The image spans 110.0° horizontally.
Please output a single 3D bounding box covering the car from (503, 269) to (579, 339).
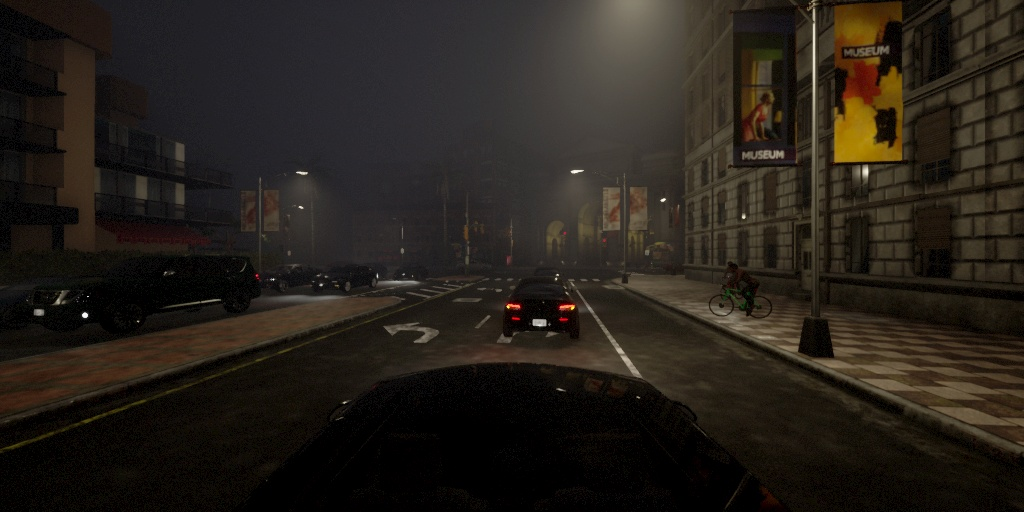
[{"bbox_3d":[0.859,1.276,10.039,1.812,1.442,4.674,0,0,7],"label":"car"}]

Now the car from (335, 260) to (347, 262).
[{"bbox_3d":[-19.415,1.227,41.955,5.008,1.535,1.882,0,0,24],"label":"car"}]

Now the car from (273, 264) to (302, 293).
[{"bbox_3d":[-13.159,1.241,21.095,2.128,1.511,4.902,0,0,6],"label":"car"}]

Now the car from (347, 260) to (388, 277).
[{"bbox_3d":[-12.405,1.297,31.491,2.033,1.411,5.357,0,0,-4],"label":"car"}]

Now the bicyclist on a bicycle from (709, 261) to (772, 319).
[{"bbox_3d":[6.835,1.051,10.769,1.656,1.620,0.582,0,0,22],"label":"bicyclist on a bicycle"}]

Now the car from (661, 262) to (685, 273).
[{"bbox_3d":[20.151,1.350,41.964,4.718,1.301,1.895,0,0,7],"label":"car"}]

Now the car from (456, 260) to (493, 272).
[{"bbox_3d":[-4.675,1.275,44.977,4.674,1.442,1.812,0,0,7],"label":"car"}]

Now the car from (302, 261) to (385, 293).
[{"bbox_3d":[-9.632,1.255,21.012,1.837,1.490,4.892,0,0,7],"label":"car"}]

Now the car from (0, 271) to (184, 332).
[{"bbox_3d":[-14.225,1.297,11.573,2.033,1.411,5.357,0,0,7],"label":"car"}]

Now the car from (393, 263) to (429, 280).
[{"bbox_3d":[-8.656,1.314,31.025,1.994,1.385,4.181,0,0,3],"label":"car"}]

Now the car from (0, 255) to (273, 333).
[{"bbox_3d":[-10.733,0.971,11.157,2.150,2.045,5.566,0,0,8],"label":"car"}]

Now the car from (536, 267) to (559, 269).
[{"bbox_3d":[1.888,1.276,18.884,1.812,1.442,4.674,0,0,6],"label":"car"}]

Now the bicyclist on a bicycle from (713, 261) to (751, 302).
[{"bbox_3d":[9.246,1.050,15.035,1.656,1.620,0.582,0,0,-28],"label":"bicyclist on a bicycle"}]
